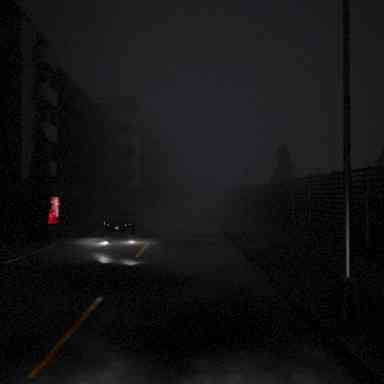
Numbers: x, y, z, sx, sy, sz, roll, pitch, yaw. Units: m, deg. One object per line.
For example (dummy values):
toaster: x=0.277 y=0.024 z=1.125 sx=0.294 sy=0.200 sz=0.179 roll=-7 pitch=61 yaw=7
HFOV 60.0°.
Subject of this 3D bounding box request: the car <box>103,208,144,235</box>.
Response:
car: x=-4.126 y=1.764 z=20.639 sx=1.837 sy=1.490 sz=4.892 roll=0 pitch=-1 yaw=0
